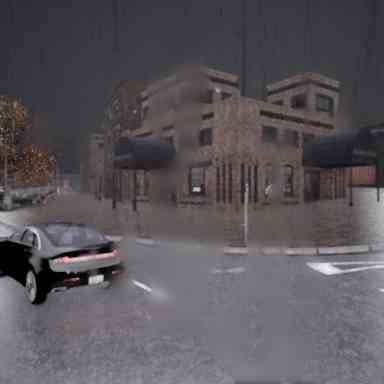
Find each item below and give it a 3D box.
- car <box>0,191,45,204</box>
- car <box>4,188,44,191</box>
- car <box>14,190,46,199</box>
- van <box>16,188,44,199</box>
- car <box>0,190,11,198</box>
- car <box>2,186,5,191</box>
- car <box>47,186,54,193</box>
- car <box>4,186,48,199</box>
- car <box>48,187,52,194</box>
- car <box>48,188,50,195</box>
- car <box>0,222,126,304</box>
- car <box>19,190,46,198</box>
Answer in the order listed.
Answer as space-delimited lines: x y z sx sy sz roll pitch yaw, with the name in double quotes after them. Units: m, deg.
-23.404 0.936 45.995 4.892 1.521 2.231 0 1 -23 "car"
-24.456 0.748 48.538 4.553 1.767 2.185 0 1 -23 "car"
-30.889 0.469 63.508 5.366 1.575 1.946 0 2 -21 "car"
-29.617 0.320 61.065 4.442 1.987 1.878 0 1 -21 "van"
-35.380 0.329 62.346 1.837 1.490 4.892 0 2 -20 "car"
-31.518 0.462 52.760 2.150 2.045 5.566 0 1 -22 "car"
-36.156 0.021 79.153 4.792 1.488 2.163 0 2 -17 "car"
-26.633 0.497 53.586 5.566 2.045 2.435 0 1 -23 "car"
-34.410 0.162 73.846 4.892 1.521 2.231 0 2 -18 "car"
-32.640 0.350 68.683 4.792 1.488 2.163 0 2 -19 "car"
-3.489 1.493 8.298 2.128 1.511 4.902 0 0 -42 "car"
-31.675 0.438 66.129 4.674 1.452 2.002 0 2 -20 "car"
